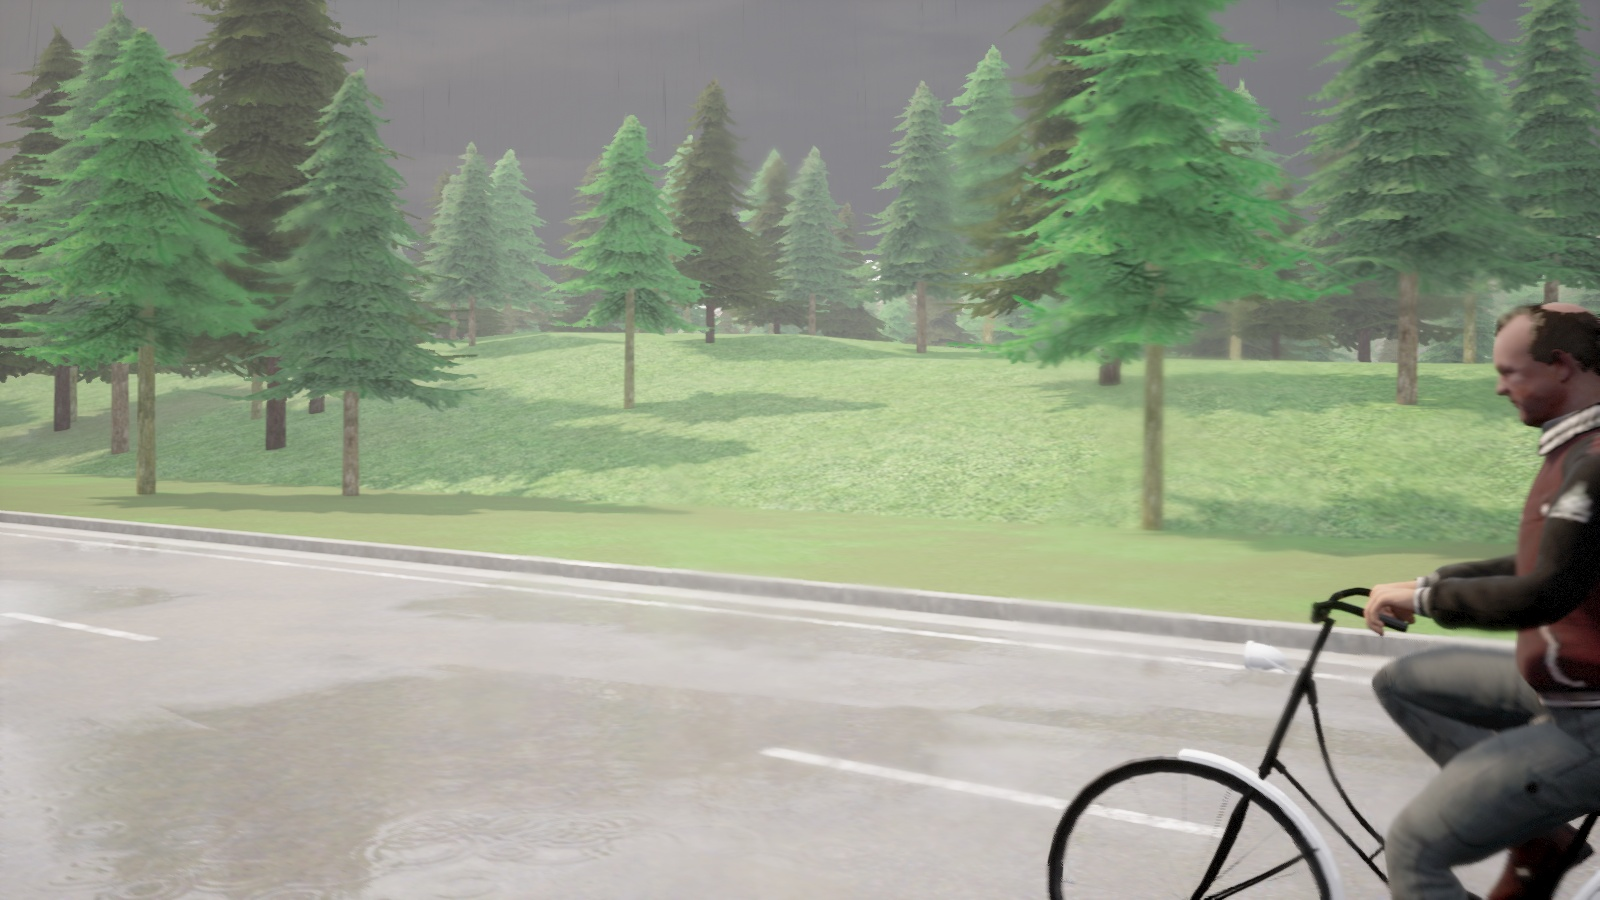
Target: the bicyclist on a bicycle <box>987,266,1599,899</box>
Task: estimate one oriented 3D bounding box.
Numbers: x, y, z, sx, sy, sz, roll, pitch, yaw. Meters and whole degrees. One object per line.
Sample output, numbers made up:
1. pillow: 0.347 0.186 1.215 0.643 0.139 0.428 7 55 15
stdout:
1. bicyclist on a bicycle: 1.393 0.553 2.696 1.843 1.776 0.659 0 1 34
